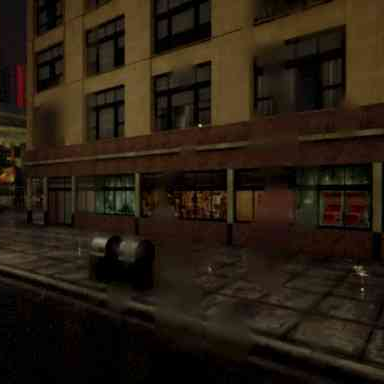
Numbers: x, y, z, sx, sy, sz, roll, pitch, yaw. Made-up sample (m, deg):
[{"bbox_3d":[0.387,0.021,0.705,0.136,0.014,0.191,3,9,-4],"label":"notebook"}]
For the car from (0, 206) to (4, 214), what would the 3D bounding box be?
[{"bbox_3d":[-19.400,1.444,29.449,2.128,1.511,4.902,0,0,35],"label":"car"}]
